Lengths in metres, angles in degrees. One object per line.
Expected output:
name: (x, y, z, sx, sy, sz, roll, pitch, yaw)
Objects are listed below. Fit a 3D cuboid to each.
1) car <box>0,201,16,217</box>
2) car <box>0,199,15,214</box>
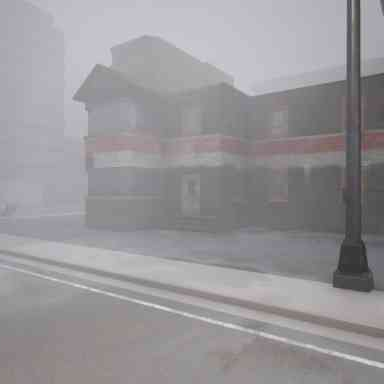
car: (-17.611, 1.404, 28.254, 2.038, 1.542, 4.974, 0, 0, 15)
car: (-17.597, 1.247, 28.304, 1.853, 1.218, 4.536, 0, 0, 15)
